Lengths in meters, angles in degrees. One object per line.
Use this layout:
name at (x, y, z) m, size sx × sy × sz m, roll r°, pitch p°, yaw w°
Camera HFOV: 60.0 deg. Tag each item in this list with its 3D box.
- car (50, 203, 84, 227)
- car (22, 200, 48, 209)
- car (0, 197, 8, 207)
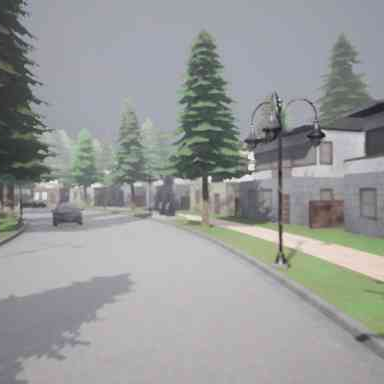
car at (-8.811, 1.550, 23.478) m, size 1.837 × 1.490 × 4.892 m, roll 0°, pitch -1°, yaw -24°
car at (-22.725, 1.724, 47.620) m, size 4.718 × 1.301 × 1.895 m, roll 0°, pitch 0°, yaw 37°
car at (-31.115, 1.532, 53.376) m, size 4.553 × 1.767 × 2.097 m, roll 0°, pitch 0°, yaw 28°
